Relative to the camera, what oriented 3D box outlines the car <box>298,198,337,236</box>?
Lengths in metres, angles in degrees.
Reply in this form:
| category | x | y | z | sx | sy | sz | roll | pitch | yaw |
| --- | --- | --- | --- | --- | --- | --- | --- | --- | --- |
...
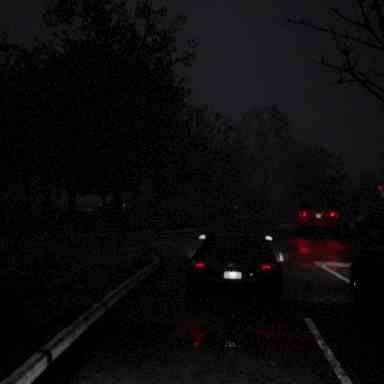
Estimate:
| category | x | y | z | sx | sy | sz | roll | pitch | yaw |
| --- | --- | --- | --- | --- | --- | --- | --- | --- | --- |
| car | 7.658 | 1.393 | 19.980 | 2.150 | 2.045 | 5.566 | 0 | -1 | 22 |

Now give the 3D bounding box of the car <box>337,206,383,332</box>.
| category | x | y | z | sx | sy | sz | roll | pitch | yaw |
| --- | --- | --- | --- | --- | --- | --- | --- | --- | --- |
| car | 3.741 | 1.222 | 3.629 | 2.150 | 2.045 | 5.566 | 0 | 0 | 4 |

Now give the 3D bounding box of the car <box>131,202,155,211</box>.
| category | x | y | z | sx | sy | sz | roll | pitch | yaw |
| --- | --- | --- | --- | --- | --- | --- | --- | --- | --- |
| car | -7.441 | 2.343 | 53.001 | 4.674 | 1.442 | 1.812 | 0 | -1 | 22 |

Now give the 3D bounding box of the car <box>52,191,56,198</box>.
| category | x | y | z | sx | sy | sz | roll | pitch | yaw |
| --- | --- | --- | --- | --- | --- | --- | --- | --- | --- |
| car | -37.548 | 1.224 | 86.743 | 1.946 | 1.575 | 5.366 | 0 | 2 | -15 |

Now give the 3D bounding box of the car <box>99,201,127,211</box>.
| category | x | y | z | sx | sy | sz | roll | pitch | yaw |
| --- | --- | --- | --- | --- | --- | --- | --- | --- | --- |
| car | -13.363 | 2.229 | 56.355 | 4.553 | 1.767 | 2.097 | 0 | -1 | -4 |

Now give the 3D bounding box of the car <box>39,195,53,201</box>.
| category | x | y | z | sx | sy | sz | roll | pitch | yaw |
| --- | --- | --- | --- | --- | --- | --- | --- | --- | --- |
| car | -36.164 | 1.451 | 81.401 | 1.946 | 1.575 | 5.366 | 0 | 2 | -14 |

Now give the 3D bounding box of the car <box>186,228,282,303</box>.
| category | x | y | z | sx | sy | sz | roll | pitch | yaw |
| --- | --- | --- | --- | --- | --- | --- | --- | --- | --- |
| car | 1.077 | 1.586 | 8.392 | 1.994 | 1.385 | 4.181 | 0 | 0 | 8 |

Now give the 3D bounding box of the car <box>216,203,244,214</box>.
| category | x | y | z | sx | sy | sz | roll | pitch | yaw |
| --- | --- | --- | --- | --- | --- | --- | --- | --- | --- |
| car | 5.064 | 2.180 | 44.133 | 1.812 | 1.442 | 4.674 | 1 | -1 | -28 |
